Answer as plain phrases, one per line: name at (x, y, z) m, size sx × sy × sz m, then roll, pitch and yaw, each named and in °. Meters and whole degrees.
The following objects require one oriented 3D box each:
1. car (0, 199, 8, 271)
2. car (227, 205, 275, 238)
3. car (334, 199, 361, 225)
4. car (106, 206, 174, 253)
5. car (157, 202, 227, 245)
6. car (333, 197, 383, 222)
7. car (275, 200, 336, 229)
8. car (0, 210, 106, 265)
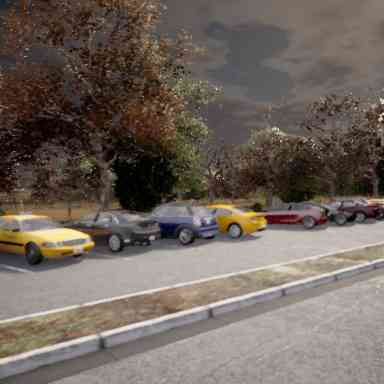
car at (-8.323, 1.264, 10.181) m, size 5.566 × 2.045 × 2.435 m, roll -1°, pitch 0°, yaw 35°
car at (1.325, 1.424, 17.128) m, size 5.008 × 1.535 × 2.097 m, roll -1°, pitch 0°, yaw 34°
car at (8.459, 1.385, 22.459) m, size 4.792 × 1.488 × 2.163 m, roll -1°, pitch -1°, yaw 33°
car at (-3.468, 1.470, 13.630) m, size 4.892 × 1.521 × 2.231 m, roll -1°, pitch 0°, yaw 34°
car at (-1.048, 1.320, 15.363) m, size 4.553 × 1.767 × 2.185 m, roll -1°, pitch 0°, yaw 34°
car at (10.780, 1.334, 24.271) m, size 5.008 × 1.535 × 2.097 m, roll -1°, pitch 0°, yaw 33°
car at (6.039, 1.409, 20.694) m, size 4.792 × 1.488 × 2.163 m, roll -1°, pitch 0°, yaw 33°
car at (-5.723, 1.486, 11.797) m, size 5.366 × 1.575 × 1.946 m, roll -1°, pitch -1°, yaw 34°
